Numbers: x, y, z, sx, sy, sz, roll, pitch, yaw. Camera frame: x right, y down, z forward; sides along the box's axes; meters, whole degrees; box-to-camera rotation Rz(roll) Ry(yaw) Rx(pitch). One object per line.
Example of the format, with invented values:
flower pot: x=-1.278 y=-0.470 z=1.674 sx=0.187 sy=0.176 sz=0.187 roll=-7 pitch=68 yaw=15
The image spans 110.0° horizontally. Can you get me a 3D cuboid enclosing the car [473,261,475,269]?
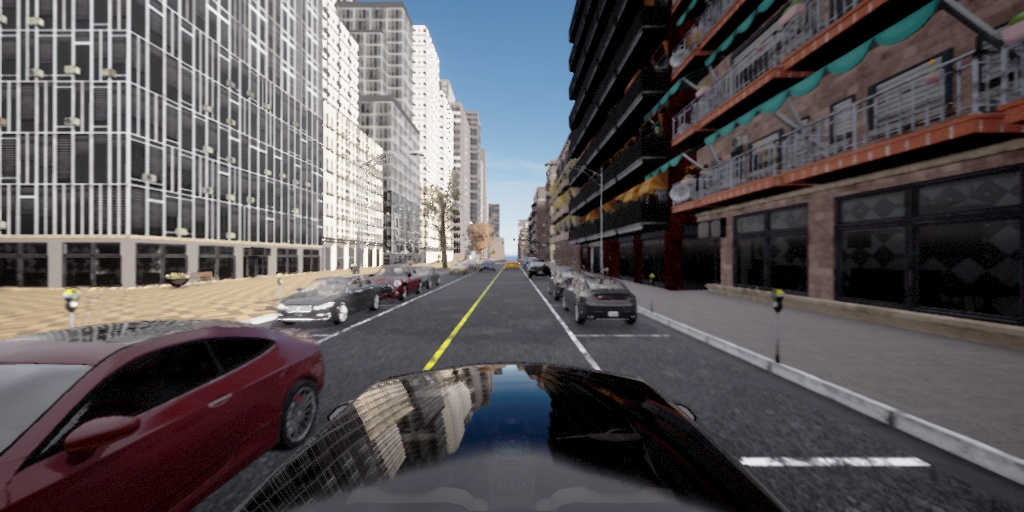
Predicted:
car: x=-5.685 y=1.342 z=50.428 sx=1.802 sy=1.307 sz=4.207 roll=0 pitch=0 yaw=0

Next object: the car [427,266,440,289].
car: x=-5.689 y=1.298 z=22.765 sx=2.007 sy=1.370 sz=4.403 roll=0 pitch=0 yaw=0

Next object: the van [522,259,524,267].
van: x=2.695 y=1.102 z=50.426 sx=1.690 sy=1.789 sz=3.998 roll=0 pitch=0 yaw=0

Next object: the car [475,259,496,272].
car: x=-3.074 y=1.321 z=44.961 sx=1.994 sy=1.385 sz=4.181 roll=0 pitch=0 yaw=0

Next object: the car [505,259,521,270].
car: x=0.013 y=1.240 z=52.561 sx=1.882 sy=1.535 sz=5.008 roll=0 pitch=0 yaw=0

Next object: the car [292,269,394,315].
car: x=-5.690 y=1.299 z=11.700 sx=2.007 sy=1.370 sz=4.403 roll=0 pitch=0 yaw=0

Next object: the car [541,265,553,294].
car: x=2.691 y=1.299 z=17.232 sx=2.007 sy=1.370 sz=4.403 roll=0 pitch=0 yaw=0

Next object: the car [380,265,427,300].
car: x=-5.690 y=1.188 z=17.233 sx=1.967 sy=1.591 sz=4.097 roll=0 pitch=0 yaw=0

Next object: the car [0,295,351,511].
car: x=-3.101 y=1.275 z=2.478 sx=1.812 sy=1.442 sz=4.674 roll=0 pitch=0 yaw=0

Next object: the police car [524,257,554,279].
police car: x=2.370 y=1.175 z=32.608 sx=1.930 sy=1.638 sz=5.238 roll=0 pitch=0 yaw=0

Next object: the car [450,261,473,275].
car: x=-5.686 y=1.278 z=39.193 sx=1.751 sy=1.417 sz=4.829 roll=0 pitch=0 yaw=0

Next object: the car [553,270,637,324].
car: x=2.690 y=1.299 z=11.699 sx=2.007 sy=1.370 sz=4.403 roll=0 pitch=0 yaw=0
